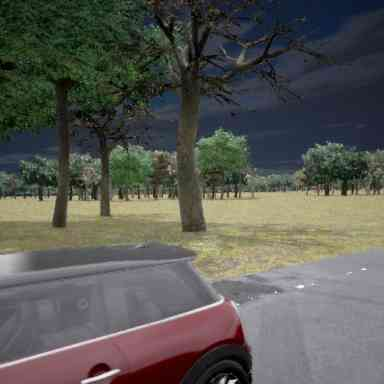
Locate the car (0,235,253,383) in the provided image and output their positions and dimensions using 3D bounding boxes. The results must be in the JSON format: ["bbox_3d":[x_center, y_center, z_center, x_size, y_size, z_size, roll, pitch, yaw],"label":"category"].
[{"bbox_3d":[-1.651,1.352,2.813,4.553,1.767,2.097,0,0,-36],"label":"car"}]
